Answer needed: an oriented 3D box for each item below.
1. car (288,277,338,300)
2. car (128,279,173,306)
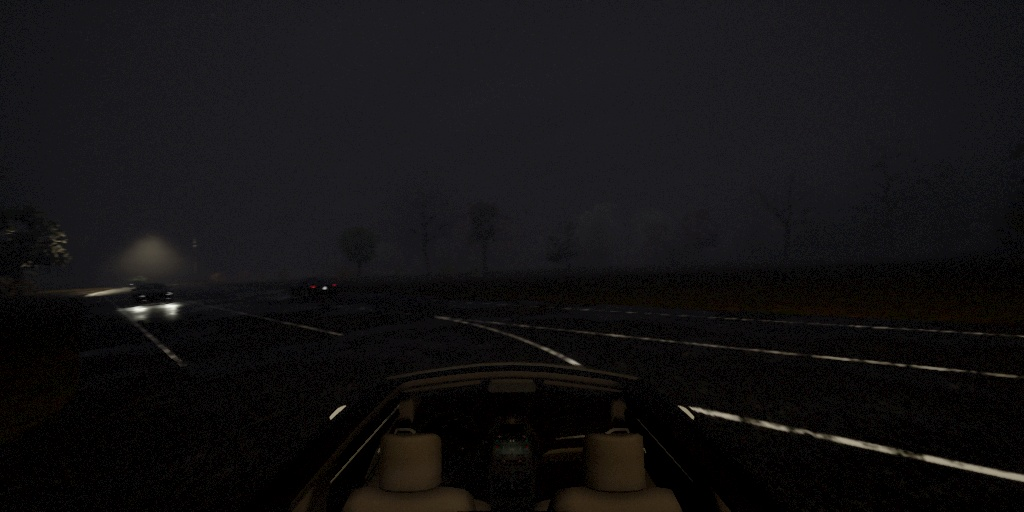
[{"bbox_3d":[-13.870,2.186,24.919,4.181,1.385,1.994,-3,-1,40],"label":"car"},{"bbox_3d":[-26.488,2.715,26.375,5.008,1.535,1.882,-3,-1,40],"label":"car"}]
